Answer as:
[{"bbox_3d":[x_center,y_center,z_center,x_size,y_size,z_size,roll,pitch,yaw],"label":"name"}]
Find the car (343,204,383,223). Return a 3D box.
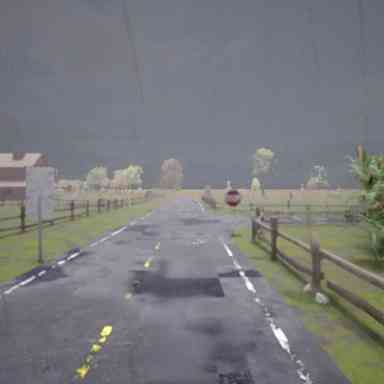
[{"bbox_3d":[13.951,1.593,25.607,4.181,1.385,1.994,0,1,0],"label":"car"}]
